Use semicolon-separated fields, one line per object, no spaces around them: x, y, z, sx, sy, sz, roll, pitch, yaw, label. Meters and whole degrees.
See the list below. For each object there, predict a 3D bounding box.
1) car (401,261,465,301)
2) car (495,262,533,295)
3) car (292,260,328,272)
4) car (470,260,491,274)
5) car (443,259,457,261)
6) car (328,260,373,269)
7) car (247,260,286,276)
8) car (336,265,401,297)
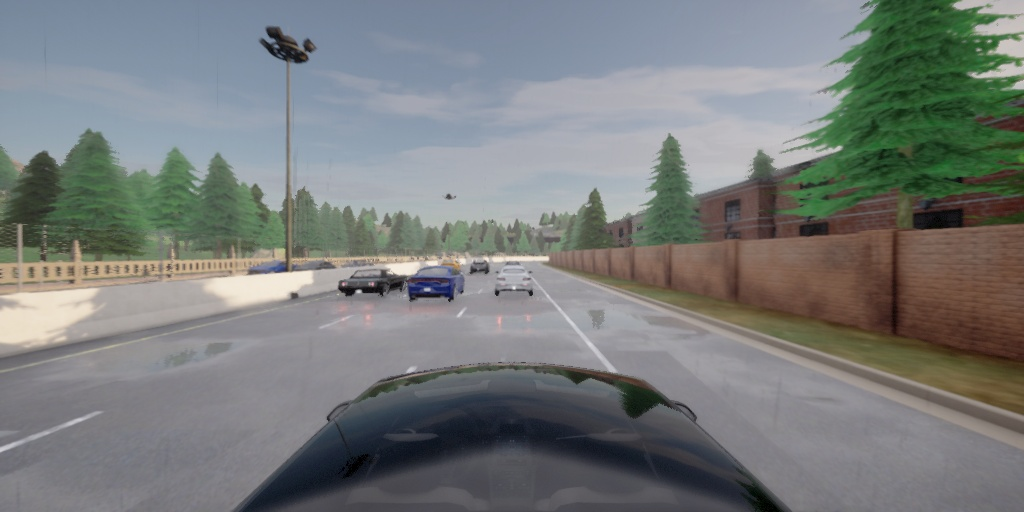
-3.403;1.180;16.884;1.882;1.535;5.008;0;0;0;car
0.099;1.222;19.041;1.812;1.442;4.674;0;0;0;car
-17.595;1.160;32.198;1.837;1.490;4.892;0;0;0;car
-3.404;1.127;38.934;2.128;1.511;4.902;0;0;0;car
-6.905;1.108;40.128;1.882;1.535;5.008;0;0;0;car
-14.095;1.146;32.469;2.128;1.511;4.902;0;0;0;car
-21.095;1.133;31.898;1.882;1.535;5.008;0;0;0;car
-6.902;1.299;18.375;1.895;1.301;4.718;0;0;0;car
